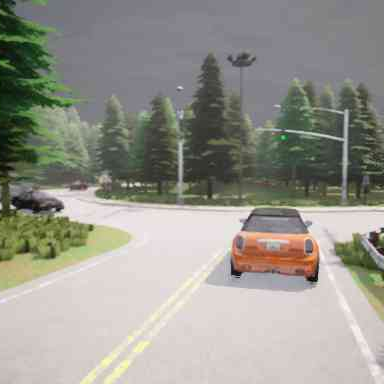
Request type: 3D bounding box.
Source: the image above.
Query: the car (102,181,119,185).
[{"bbox_3d":[-15.955,-1.450,66.636,1.812,1.442,4.674,2,3,32],"label":"car"}]

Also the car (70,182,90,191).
[{"bbox_3d":[-18.638,-0.953,55.338,1.882,1.535,5.008,0,3,2],"label":"car"}]

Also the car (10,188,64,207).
[{"bbox_3d":[-11.305,0.682,24.263,5.357,1.411,2.033,3,4,42],"label":"car"}]

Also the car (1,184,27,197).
[{"bbox_3d":[-17.266,0.226,32.115,1.837,1.490,4.892,-1,3,-25],"label":"car"}]

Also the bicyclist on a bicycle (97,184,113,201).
[{"bbox_3d":[-8.251,0.083,31.684,1.656,1.620,0.582,-3,4,-41],"label":"bicyclist on a bicycle"}]

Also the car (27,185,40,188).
[{"bbox_3d":[-20.571,-0.420,41.815,2.097,1.767,4.553,0,3,-13],"label":"car"}]

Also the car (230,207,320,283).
[{"bbox_3d":[2.415,1.224,9.741,2.097,1.767,4.553,1,2,15],"label":"car"}]
